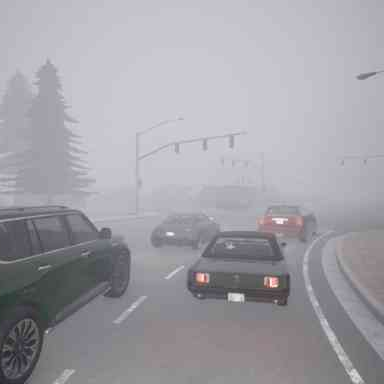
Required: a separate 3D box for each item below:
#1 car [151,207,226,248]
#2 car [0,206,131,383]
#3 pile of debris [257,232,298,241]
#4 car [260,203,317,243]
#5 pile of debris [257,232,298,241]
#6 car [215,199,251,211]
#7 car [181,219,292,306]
[{"bbox_3d":[-0.126,1.551,14.454,1.994,1.385,4.181,0,0,20],"label":"car"},{"bbox_3d":[-2.788,1.222,5.493,2.150,2.045,5.566,0,0,8],"label":"car"},{"bbox_3d":[4.183,2.154,16.133,1.500,0.140,1.860,0,0,29],"label":"pile of debris"},{"bbox_3d":[4.803,1.329,16.374,2.097,1.767,4.553,0,0,27],"label":"car"},{"bbox_3d":[4.183,2.154,16.133,1.500,0.140,1.860,0,0,29],"label":"pile of debris"},{"bbox_3d":[4.959,1.524,40.374,4.674,1.442,1.812,-1,0,40],"label":"car"},{"bbox_3d":[1.328,1.592,8.096,1.895,1.301,4.718,0,0,14],"label":"car"}]
